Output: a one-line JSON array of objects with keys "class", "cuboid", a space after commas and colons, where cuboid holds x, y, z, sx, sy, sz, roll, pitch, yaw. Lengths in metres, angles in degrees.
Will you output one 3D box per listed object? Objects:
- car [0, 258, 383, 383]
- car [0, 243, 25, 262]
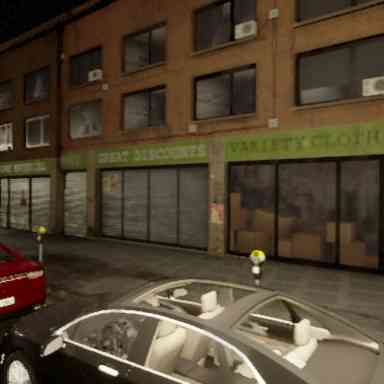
[{"class": "car", "cuboid": [-0.163, 1.551, 3.189, 4.403, 1.369, 2.008, 0, 1, 36]}, {"class": "car", "cuboid": [-4.635, 1.546, 6.386, 4.507, 1.381, 1.887, 0, 1, 36]}]
